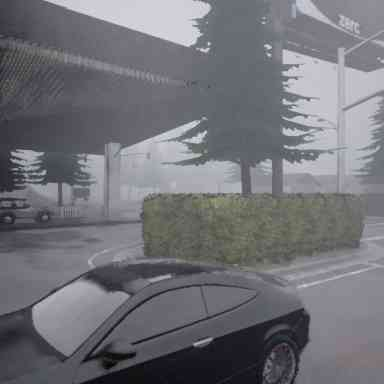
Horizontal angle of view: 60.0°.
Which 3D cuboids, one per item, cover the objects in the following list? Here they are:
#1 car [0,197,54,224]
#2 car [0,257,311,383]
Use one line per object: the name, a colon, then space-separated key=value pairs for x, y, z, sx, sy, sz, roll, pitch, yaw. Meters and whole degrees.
car: x=-11.961 y=1.313 z=23.491 sx=3.866 sy=1.878 sz=1.905 roll=0 pitch=0 yaw=-36
car: x=-0.624 y=1.526 z=3.550 sx=4.674 sy=1.442 sz=1.812 roll=0 pitch=0 yaw=-36
